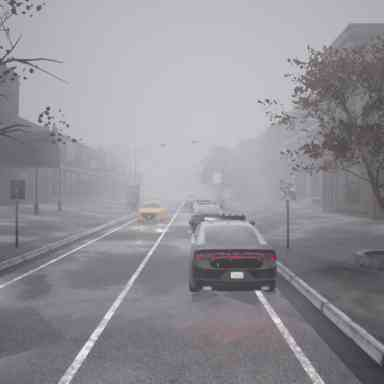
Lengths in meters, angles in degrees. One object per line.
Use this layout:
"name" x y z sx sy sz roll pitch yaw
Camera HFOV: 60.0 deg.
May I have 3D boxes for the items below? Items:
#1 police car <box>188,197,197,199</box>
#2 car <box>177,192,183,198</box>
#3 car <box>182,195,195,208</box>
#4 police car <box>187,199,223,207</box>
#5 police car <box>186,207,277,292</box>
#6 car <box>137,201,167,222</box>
"police car" 0.836 1.428 25.108 1.930 1.638 5.238 0 0 0
"car" -3.247 0.911 94.329 2.097 1.767 4.553 0 1 0
"car" -0.106 1.507 46.689 1.812 1.442 4.674 0 0 0
"police car" 0.851 1.428 19.108 1.930 1.638 5.238 0 0 0
"police car" 0.878 1.426 9.108 1.930 1.638 5.238 0 0 0
"car" -3.067 1.481 26.195 1.882 1.535 5.008 0 0 0
